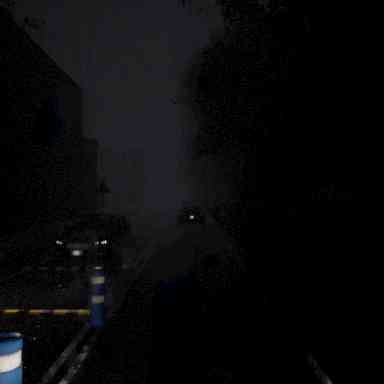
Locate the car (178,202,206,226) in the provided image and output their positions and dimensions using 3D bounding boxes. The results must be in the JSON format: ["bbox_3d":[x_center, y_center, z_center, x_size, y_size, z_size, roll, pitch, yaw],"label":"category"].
[{"bbox_3d":[-0.020,1.663,24.489,1.994,1.385,4.181,0,0,0],"label":"car"}]

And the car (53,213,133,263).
[{"bbox_3d":[-3.398,1.539,12.230,2.128,1.511,4.902,0,0,0],"label":"car"}]
